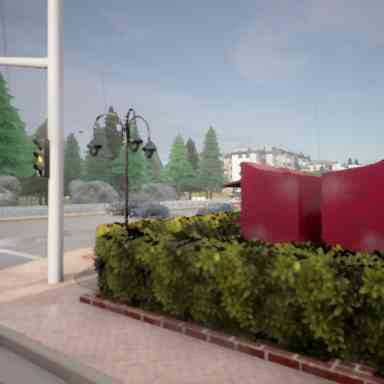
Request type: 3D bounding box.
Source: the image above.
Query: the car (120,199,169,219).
[{"bbox_3d":[-3.914,1.635,29.668,1.994,1.385,4.181,0,0,36],"label":"car"}]

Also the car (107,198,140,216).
[{"bbox_3d":[-6.123,1.427,32.582,2.097,1.767,4.553,0,0,36],"label":"car"}]

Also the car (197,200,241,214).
[{"bbox_3d":[2.457,1.614,26.359,2.033,1.411,5.357,0,0,36],"label":"car"}]

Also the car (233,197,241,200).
[{"bbox_3d":[7.337,1.552,51.022,1.882,1.535,5.008,0,0,36],"label":"car"}]
